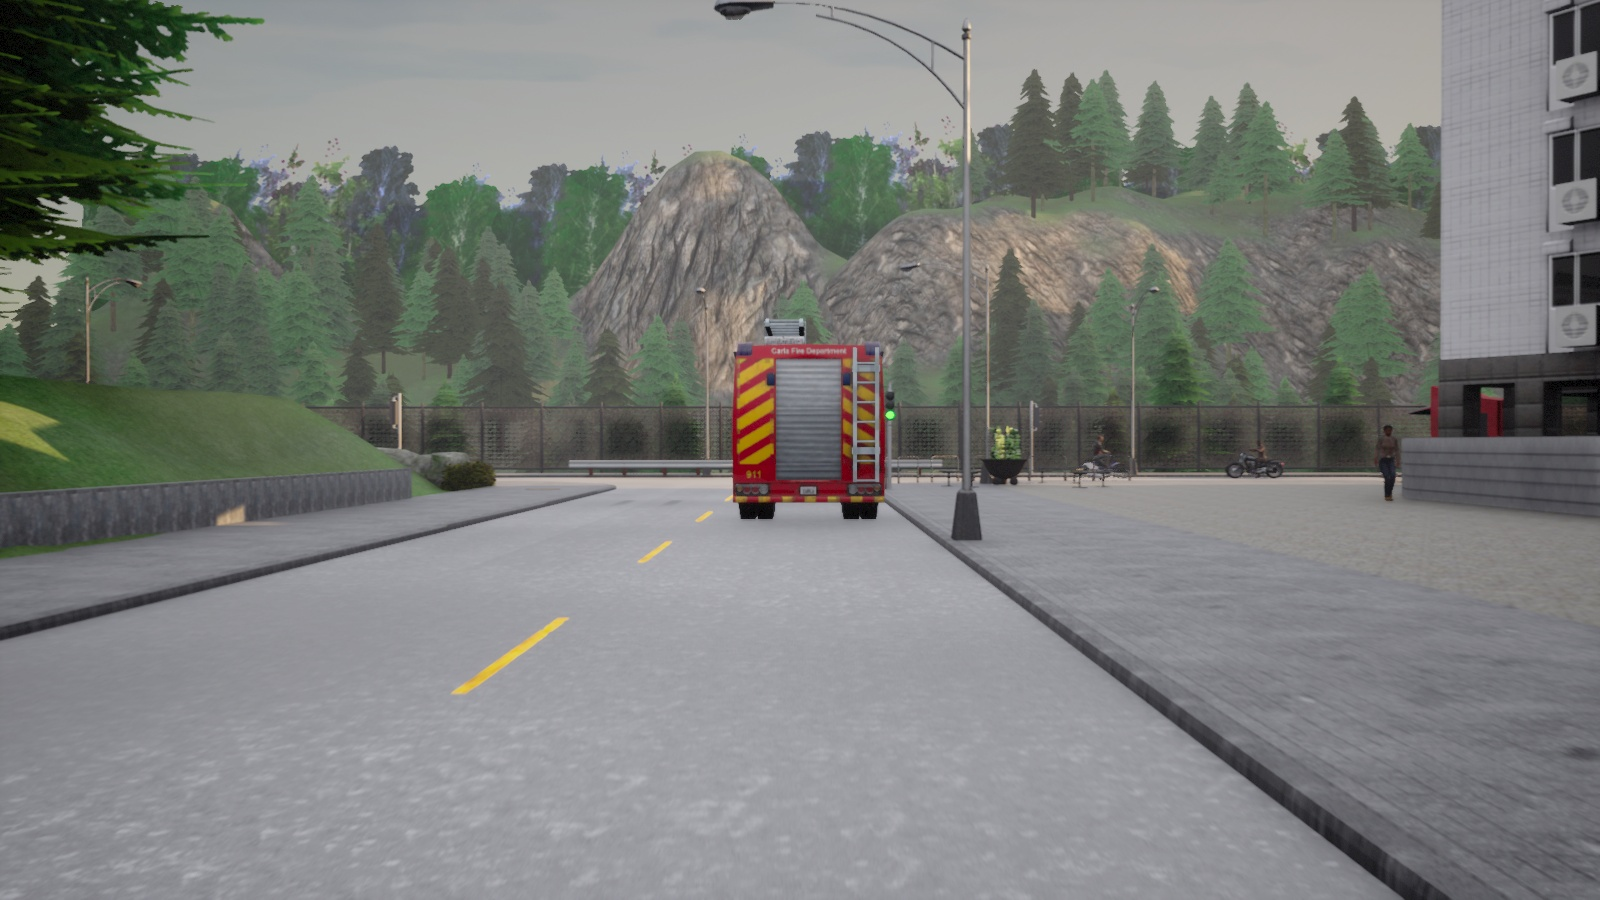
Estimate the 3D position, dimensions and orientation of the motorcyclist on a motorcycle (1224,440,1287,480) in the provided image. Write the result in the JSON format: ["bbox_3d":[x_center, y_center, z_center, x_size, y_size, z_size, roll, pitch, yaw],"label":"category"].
[{"bbox_3d":[18.818,0.419,51.914,2.350,1.649,0.766,0,0,0],"label":"motorcyclist on a motorcycle"}]

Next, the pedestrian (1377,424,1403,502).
[{"bbox_3d":[13.815,0.302,29.407,0.328,1.805,0.869,0,0,9],"label":"pedestrian"}]

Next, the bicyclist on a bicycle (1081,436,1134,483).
[{"bbox_3d":[11.717,0.357,47.829,1.843,1.776,0.659,0,1,-3],"label":"bicyclist on a bicycle"}]

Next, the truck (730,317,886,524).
[{"bbox_3d":[0.176,-0.573,27.525,2.891,3.827,8.468,0,0,0],"label":"truck"}]
